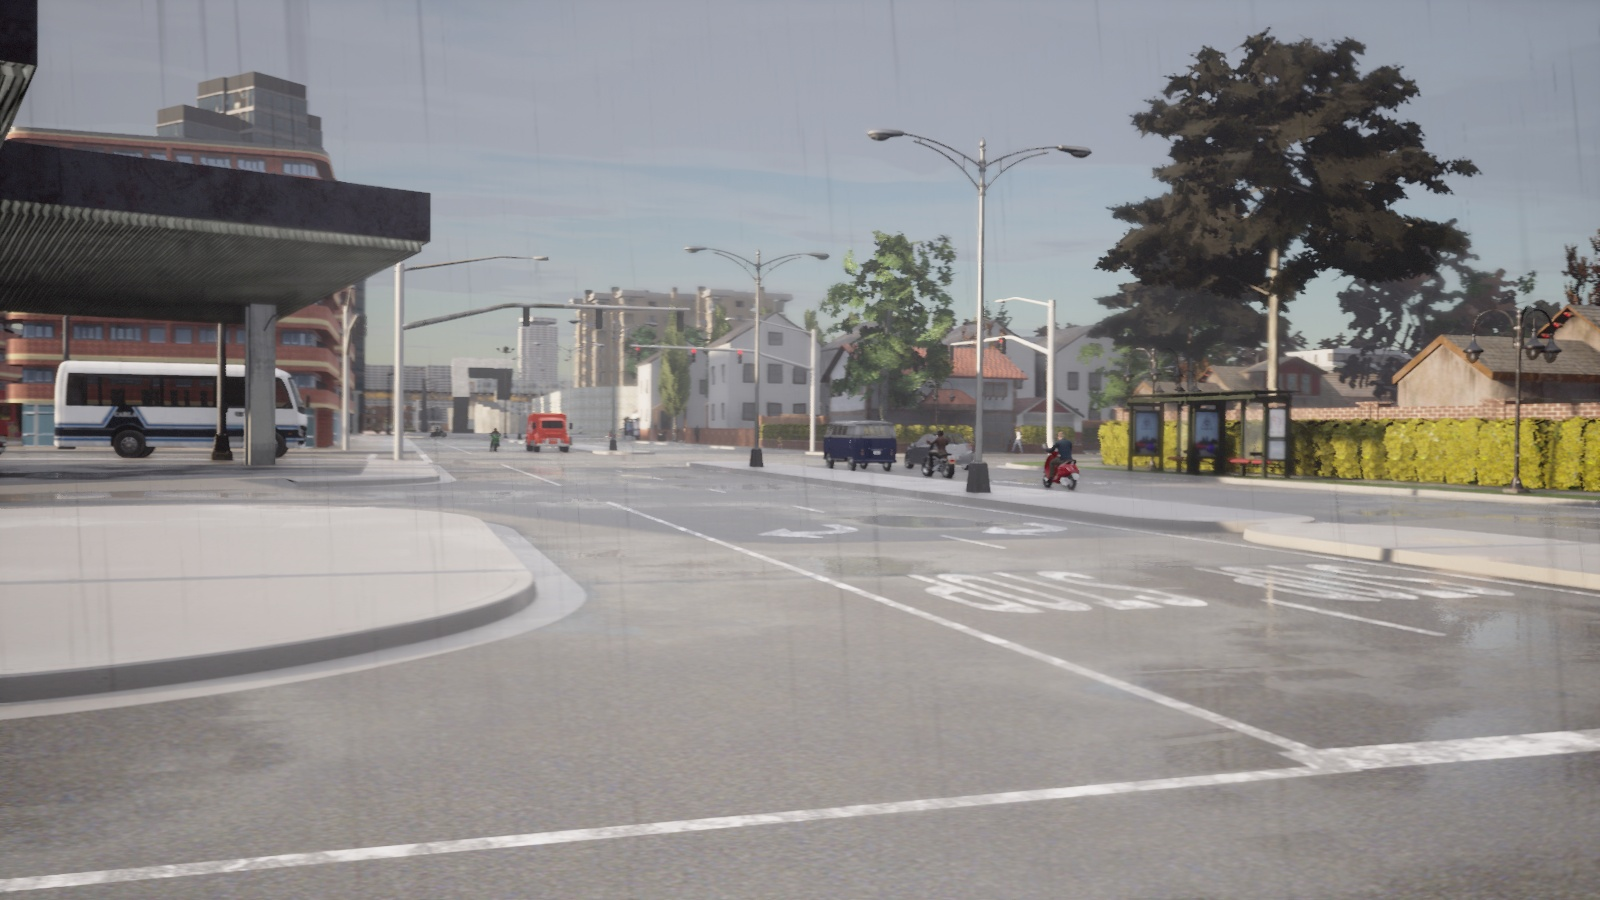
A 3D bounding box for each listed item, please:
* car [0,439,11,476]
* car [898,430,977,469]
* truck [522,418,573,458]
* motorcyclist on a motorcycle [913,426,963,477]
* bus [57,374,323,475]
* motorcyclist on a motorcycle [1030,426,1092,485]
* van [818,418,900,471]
[{"bbox_3d":[-35.983,0.340,53.441,3.705,1.549,1.789,-1,1,-19],"label":"car"},{"bbox_3d":[5.532,-0.045,50.989,1.845,1.501,3.633,-1,1,-18],"label":"car"},{"bbox_3d":[-16.274,-0.771,80.817,2.627,2.467,5.204,-1,1,-18],"label":"truck"},{"bbox_3d":[4.644,0.035,42.403,0.766,1.649,2.350,-1,1,-18],"label":"motorcyclist on a motorcycle"},{"bbox_3d":[-27.060,-1.162,56.490,10.273,4.253,3.944,-1,1,-19],"label":"bus"},{"bbox_3d":[7.178,0.132,34.618,0.866,1.590,1.817,-1,1,-18],"label":"motorcyclist on a motorcycle"},{"bbox_3d":[2.269,-0.250,49.693,1.775,1.987,4.442,-1,1,-18],"label":"van"}]
